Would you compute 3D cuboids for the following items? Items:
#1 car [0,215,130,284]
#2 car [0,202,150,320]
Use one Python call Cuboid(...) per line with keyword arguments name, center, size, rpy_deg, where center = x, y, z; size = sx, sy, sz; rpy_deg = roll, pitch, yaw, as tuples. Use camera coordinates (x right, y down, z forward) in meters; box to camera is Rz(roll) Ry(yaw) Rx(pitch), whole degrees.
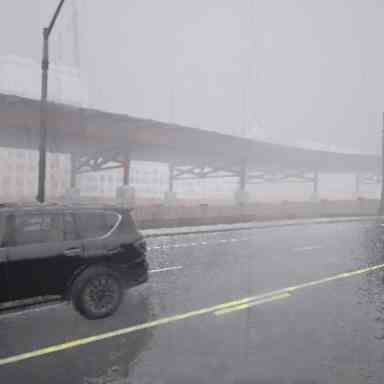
Cuboid(name="car", center=(-4.403, 1.517, 9.442), size=(4.892, 1.490, 1.837), rpy_deg=(0, 0, -35))
Cuboid(name="car", center=(-3.450, 1.224, 5.828), size=(5.566, 2.045, 2.150), rpy_deg=(0, 0, -35))
